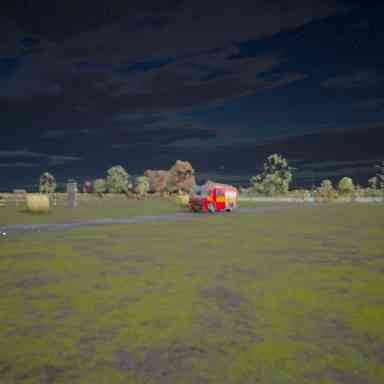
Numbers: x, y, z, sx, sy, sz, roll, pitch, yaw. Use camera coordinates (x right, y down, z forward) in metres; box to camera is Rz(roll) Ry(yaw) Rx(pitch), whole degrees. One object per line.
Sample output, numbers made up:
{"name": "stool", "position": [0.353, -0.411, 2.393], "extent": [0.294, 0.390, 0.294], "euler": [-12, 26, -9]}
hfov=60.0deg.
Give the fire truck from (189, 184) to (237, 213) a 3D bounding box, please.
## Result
{"name": "fire truck", "position": [3.002, 0.860, 45.795], "extent": [2.891, 3.827, 8.468], "euler": [-1, -1, 35]}
